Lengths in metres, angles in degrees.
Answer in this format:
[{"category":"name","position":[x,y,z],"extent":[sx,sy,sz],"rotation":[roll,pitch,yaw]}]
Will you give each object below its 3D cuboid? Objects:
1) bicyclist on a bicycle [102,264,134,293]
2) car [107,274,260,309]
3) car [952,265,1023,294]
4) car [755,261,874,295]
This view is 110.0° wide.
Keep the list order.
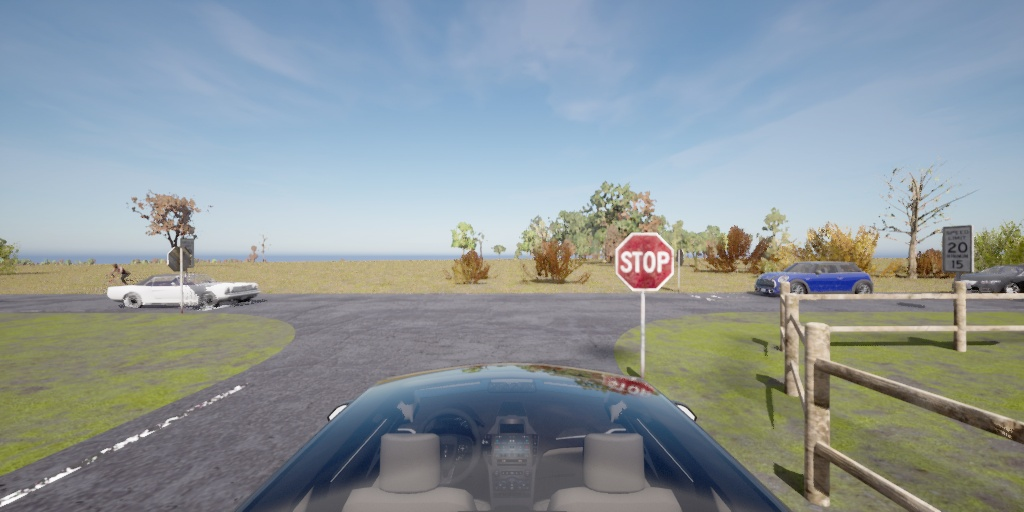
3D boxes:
[{"category":"bicyclist on a bicycle","position":[-22.541,1.257,20.536],"extent":[0.582,1.620,1.656],"rotation":[0,0,0]},{"category":"car","position":[-13.048,1.380,14.504],"extent":[4.718,1.301,1.895],"rotation":[0,0,0]},{"category":"car","position":[24.275,1.177,17.221],"extent":[4.902,1.511,2.128],"rotation":[0,0,0]},{"category":"car","position":[14.369,1.059,17.283],"extent":[4.553,1.767,2.097],"rotation":[0,0,0]}]
